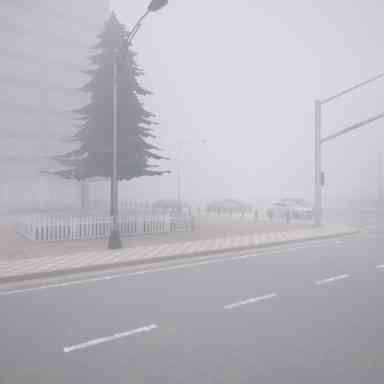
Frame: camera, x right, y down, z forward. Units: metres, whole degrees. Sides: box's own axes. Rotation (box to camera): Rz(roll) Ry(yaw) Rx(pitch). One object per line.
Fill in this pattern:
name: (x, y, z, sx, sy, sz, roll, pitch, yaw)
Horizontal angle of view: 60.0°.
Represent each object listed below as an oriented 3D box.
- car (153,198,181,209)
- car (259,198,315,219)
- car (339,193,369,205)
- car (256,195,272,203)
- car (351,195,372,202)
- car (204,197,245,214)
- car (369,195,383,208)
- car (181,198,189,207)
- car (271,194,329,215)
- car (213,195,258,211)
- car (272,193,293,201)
car: (-3.808, 1.604, 46.520, 1.994, 1.385, 4.181, 0, 0, -36)
car: (8.491, 1.566, 29.399, 1.812, 1.442, 4.674, 0, 0, -34)
car: (35.480, 1.273, 72.724, 1.932, 1.855, 4.605, 0, 0, -36)
car: (17.706, 1.496, 78.495, 1.970, 1.475, 3.806, 0, 0, -36)
car: (37.876, 1.488, 74.352, 1.784, 1.438, 3.905, 0, 0, -36)
car: (3.368, 1.604, 36.501, 1.994, 1.385, 4.181, 0, 0, -36)
car: (27.309, 1.235, 45.416, 1.932, 1.855, 4.605, 0, 0, -36)
car: (-2.257, 1.572, 50.376, 1.812, 1.442, 4.674, 0, 0, -36)
car: (10.472, 1.398, 32.604, 2.097, 1.767, 4.553, 0, 0, -36)
car: (5.147, 1.524, 40.026, 1.882, 1.535, 5.008, 0, 0, -36)
car: (22.221, 1.264, 81.772, 1.932, 1.855, 4.605, 0, 0, -36)
